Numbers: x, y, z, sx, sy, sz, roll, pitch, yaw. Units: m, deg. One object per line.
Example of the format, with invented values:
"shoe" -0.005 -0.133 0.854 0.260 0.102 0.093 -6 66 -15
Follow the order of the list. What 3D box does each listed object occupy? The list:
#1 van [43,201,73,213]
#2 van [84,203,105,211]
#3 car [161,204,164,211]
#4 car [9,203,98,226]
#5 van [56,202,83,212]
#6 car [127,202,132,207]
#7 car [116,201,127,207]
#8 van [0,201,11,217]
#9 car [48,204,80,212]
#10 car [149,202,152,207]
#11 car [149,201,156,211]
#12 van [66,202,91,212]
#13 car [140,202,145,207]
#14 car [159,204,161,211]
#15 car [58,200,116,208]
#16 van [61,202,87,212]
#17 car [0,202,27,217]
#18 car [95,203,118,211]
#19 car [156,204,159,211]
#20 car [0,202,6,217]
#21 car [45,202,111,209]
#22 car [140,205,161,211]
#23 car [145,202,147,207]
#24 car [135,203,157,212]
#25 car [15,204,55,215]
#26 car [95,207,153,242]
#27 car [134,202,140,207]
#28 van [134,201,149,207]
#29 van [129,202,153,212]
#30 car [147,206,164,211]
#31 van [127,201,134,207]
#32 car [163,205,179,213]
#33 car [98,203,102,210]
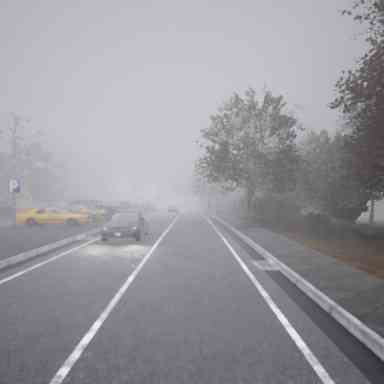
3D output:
"van" -23.274 2.627 58.058 4.442 1.987 1.878 0 -2 0
"van" -23.494 3.651 80.054 4.442 1.987 1.878 0 -3 0
"car" -10.112 3.874 80.046 5.366 1.575 1.946 0 -3 0
"car" -10.147 1.773 24.599 5.366 1.575 1.946 0 -2 0
"van" -23.271 2.824 63.446 4.442 1.987 1.878 0 -2 0
"car" -10.325 2.327 41.231 4.674 1.452 2.002 0 -2 0
"car" -10.297 1.849 35.692 5.566 2.045 2.435 0 -2 0
"van" -23.520 1.974 38.678 4.442 1.987 1.878 0 -2 0
"car" -23.395 2.946 60.819 5.008 1.535 2.097 0 -2 0
"car" -10.339 2.971 60.660 4.792 1.488 2.163 0 -2 0
"car" -10.336 2.798 63.422 5.566 2.045 2.435 0 -3 0
"van" -23.501 3.100 68.987 4.442 1.987 1.878 0 -3 0
"car" -10.285 2.690 52.329 4.792 1.488 2.163 0 -2 0
"car" -10.268 3.614 77.279 4.553 1.767 2.185 0 -3 0
"car" -10.358 1.884 32.917 4.553 1.767 2.185 0 -2 0
"van" -23.502 2.968 66.346 4.442 1.987 1.878 0 -3 0
"car" -23.370 2.167 41.443 4.553 1.767 2.185 0 -2 0
"car" -23.342 4.183 91.249 5.566 2.045 2.435 0 -3 0
"car" -10.297 3.463 71.727 5.008 1.535 2.097 0 -3 0
"car" -23.399 2.107 35.901 4.892 1.521 2.231 0 -2 0
"car" -10.335 1.923 30.138 5.008 1.535 2.097 0 -2 0
"car" -10.290 4.016 82.818 4.892 1.521 2.231 0 -3 0
"car" -10.316 2.794 55.104 4.674 1.452 2.002 0 -2 0
"car" -10.270 3.475 74.507 4.553 1.767 2.185 0 -3 0
"car" -23.390 2.574 49.745 4.892 1.521 2.231 0 -2 0
"car" -3.346 1.700 17.392 1.812 1.442 4.674 0 -1 0
"car" -10.324 2.473 46.782 5.008 1.535 2.097 0 -2 0
"van" -10.195 2.622 57.888 4.442 1.987 1.878 0 -2 0
"van" -10.190 2.961 66.193 4.442 1.987 1.878 0 -3 0
"car" -10.260 4.597 93.908 4.792 1.488 2.163 0 -3 0
"van" -10.437 2.154 44.015 4.442 1.987 1.878 0 -2 0
"car" -3.289 2.954 58.065 2.033 1.411 5.357 0 -2 1
"car" -10.336 1.846 27.367 4.892 1.521 2.231 0 -2 0
